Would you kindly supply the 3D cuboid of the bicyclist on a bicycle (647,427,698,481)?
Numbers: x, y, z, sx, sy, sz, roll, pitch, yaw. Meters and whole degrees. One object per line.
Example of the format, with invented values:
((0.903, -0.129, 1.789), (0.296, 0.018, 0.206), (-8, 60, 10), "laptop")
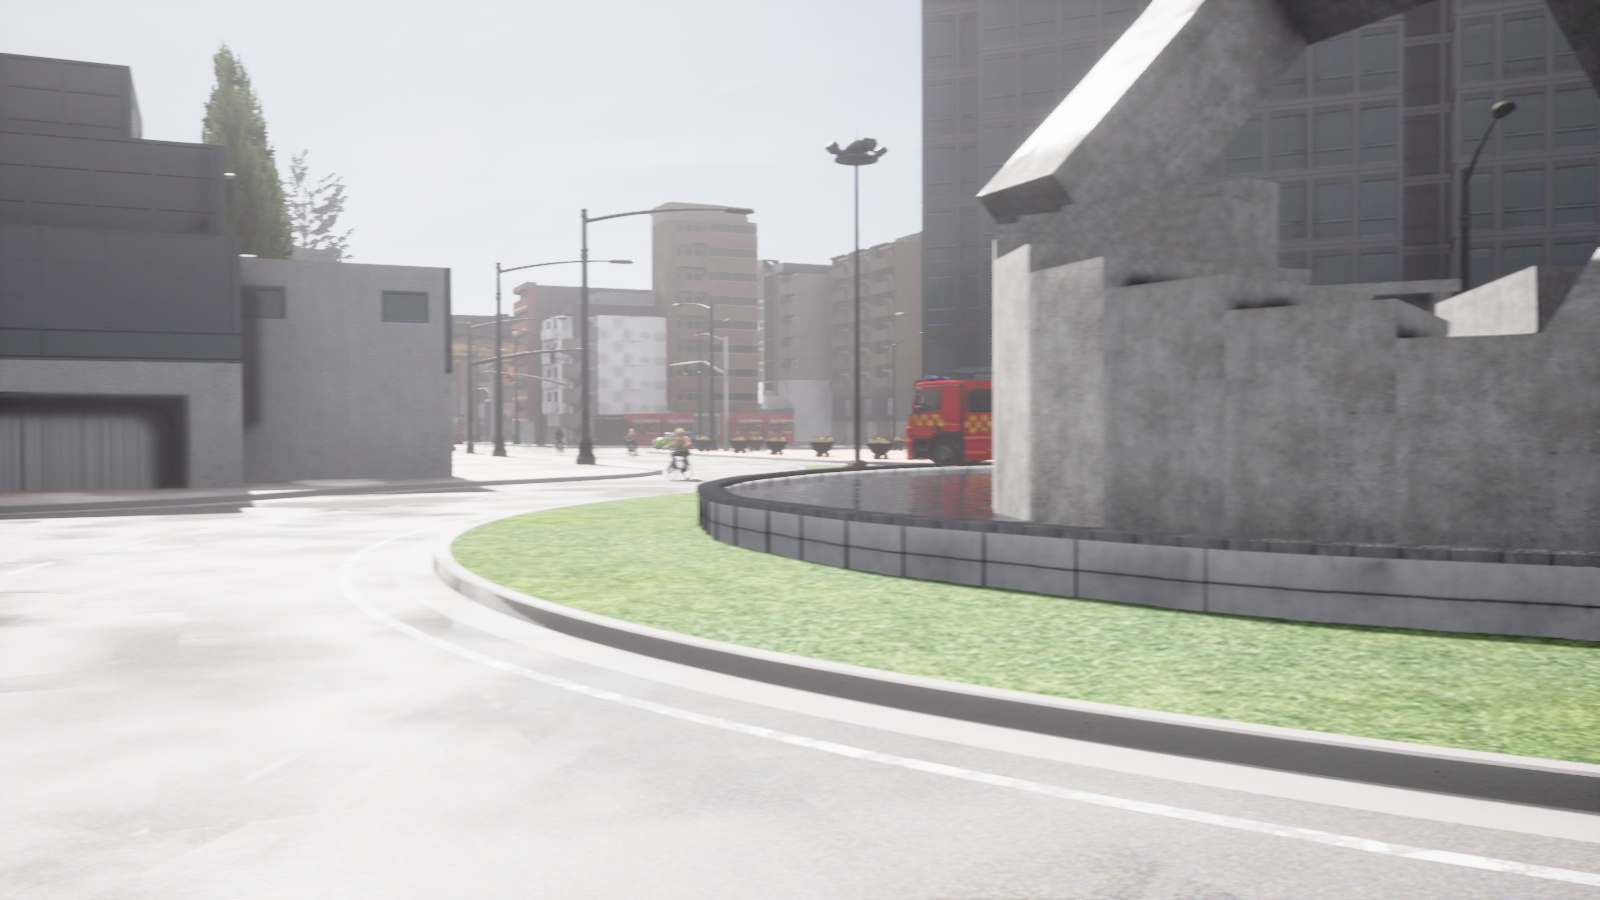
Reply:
((-3.865, 0.106, 38.193), (0.866, 1.612, 1.509), (-1, 0, 26), "bicyclist on a bicycle")

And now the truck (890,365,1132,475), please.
((7.841, -1.105, 47.067), (8.468, 3.827, 2.891), (1, 1, 27), "truck")
